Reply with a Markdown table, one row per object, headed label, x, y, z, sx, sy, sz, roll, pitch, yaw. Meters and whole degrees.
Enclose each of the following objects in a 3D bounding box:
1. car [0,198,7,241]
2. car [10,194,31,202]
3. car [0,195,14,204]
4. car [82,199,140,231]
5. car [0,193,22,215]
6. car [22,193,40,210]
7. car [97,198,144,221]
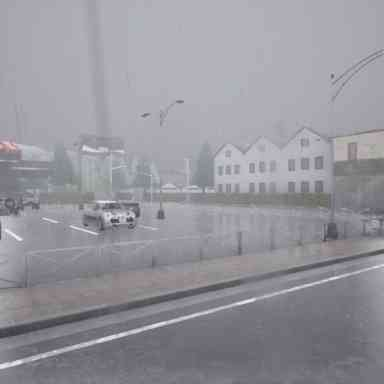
| label | x | y | z | sx | sy | sz | roll | pitch | yaw |
| --- | --- | --- | --- | --- | --- | --- | --- | --- | --- |
| car | -9.645 | 1.169 | 14.389 | 2.152 | 1.636 | 5.027 | 0 | 0 | -36 |
| car | -38.133 | 1.328 | 73.804 | 3.866 | 1.878 | 1.905 | 0 | 0 | -36 |
| car | -38.377 | 1.495 | 66.676 | 4.611 | 1.667 | 2.242 | 0 | 0 | -36 |
| car | -4.608 | 1.248 | 18.379 | 1.970 | 1.475 | 3.806 | 0 | 0 | -36 |
| car | -17.184 | 1.113 | 30.364 | 1.932 | 1.855 | 4.605 | 0 | 0 | -36 |
| car | -19.077 | 1.092 | 38.678 | 1.905 | 1.878 | 3.866 | 0 | 0 | -36 |
| car | -5.720 | 1.313 | 26.245 | 2.007 | 1.523 | 4.514 | 0 | 0 | -36 |
